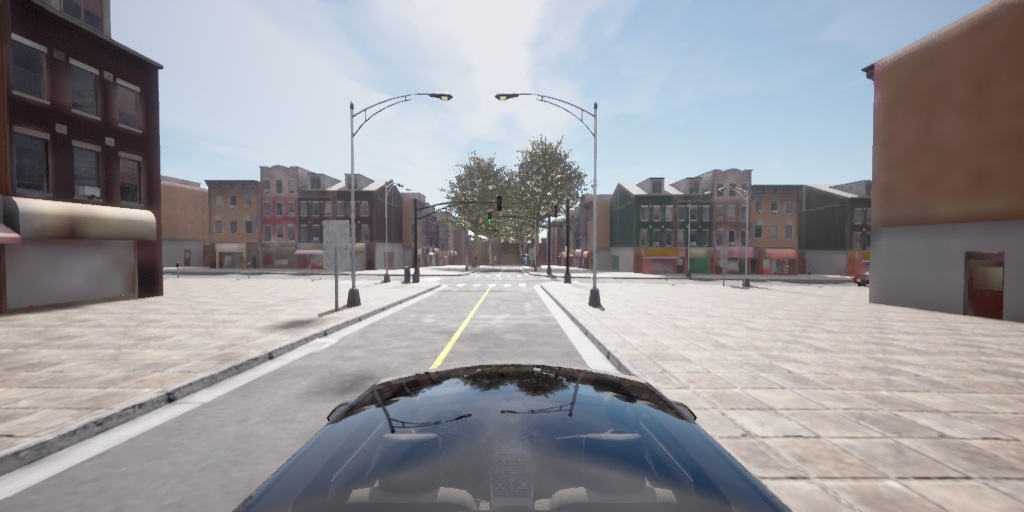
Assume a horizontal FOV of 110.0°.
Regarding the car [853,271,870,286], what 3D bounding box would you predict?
[{"bbox_3d":[30.280,1.827,28.915,4.674,1.442,1.812,1,1,0],"label":"car"}]
